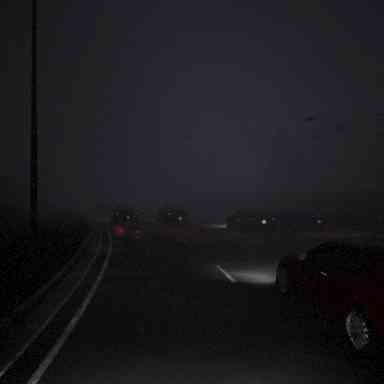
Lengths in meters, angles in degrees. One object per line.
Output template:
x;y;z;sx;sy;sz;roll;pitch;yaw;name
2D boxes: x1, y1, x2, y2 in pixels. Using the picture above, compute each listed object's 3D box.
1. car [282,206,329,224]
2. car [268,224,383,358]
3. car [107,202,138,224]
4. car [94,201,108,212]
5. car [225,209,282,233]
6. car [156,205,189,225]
7.007;1.658;22.392;1.882;1.535;5.008;0;0;-15;car
3.083;1.571;6.012;1.812;1.442;4.674;0;0;-5;car
-5.677;1.788;27.629;1.812;1.442;4.674;0;-1;-19;car
-12.054;1.962;45.161;1.812;1.442;4.674;0;-1;-20;car
3.662;1.744;21.315;1.994;1.385;4.181;0;-1;-15;car
-1.590;1.767;26.542;1.812;1.442;4.674;0;0;-18;car
